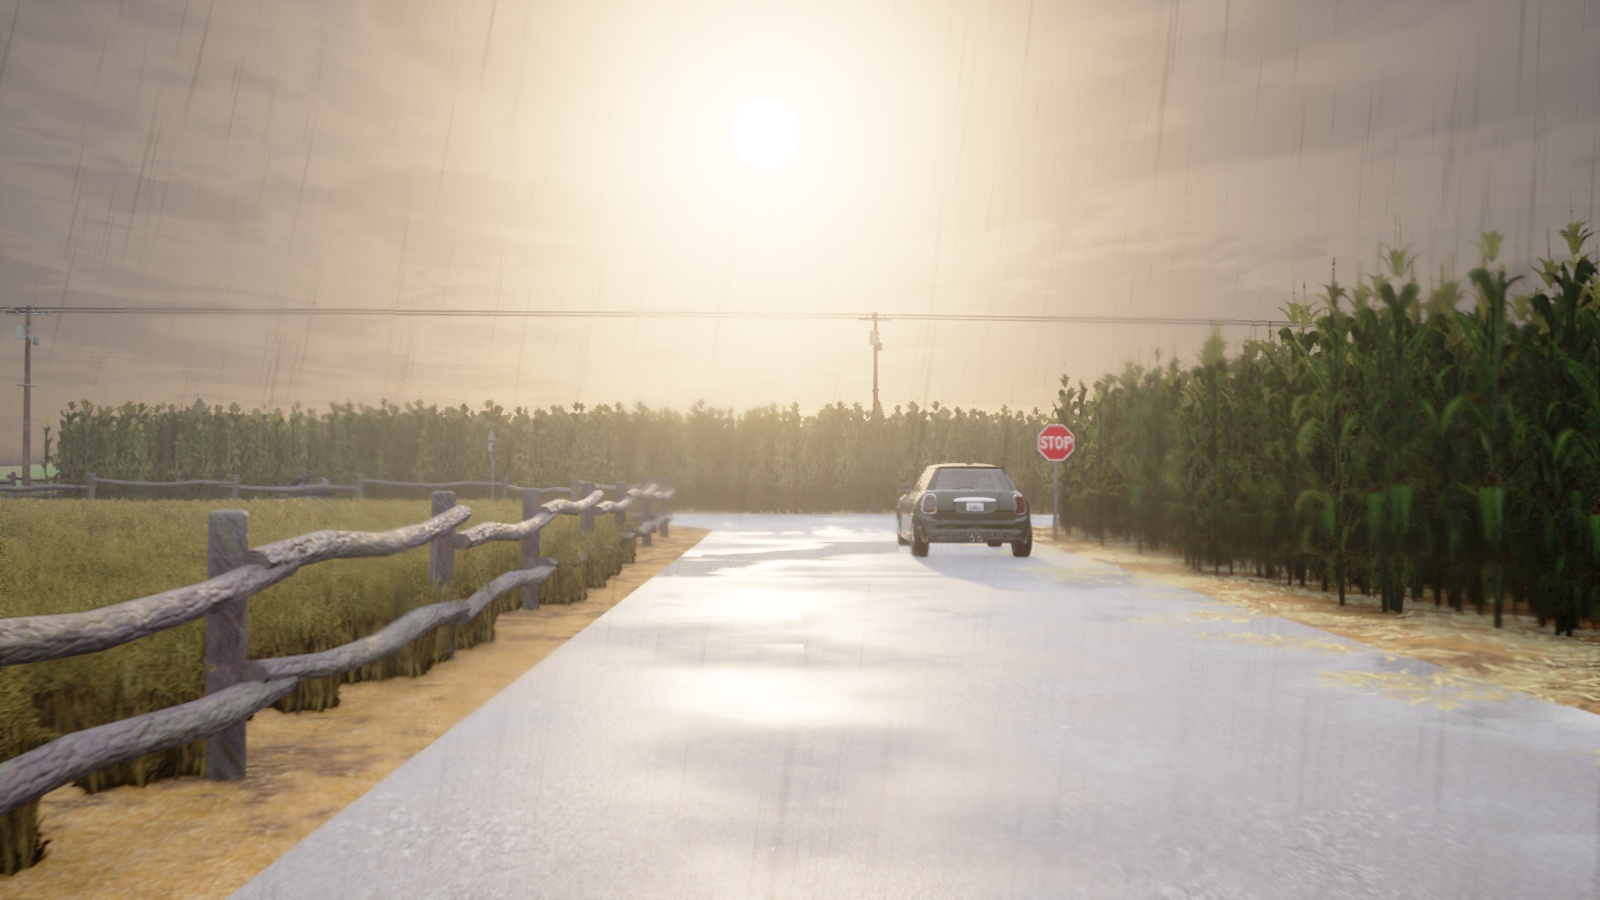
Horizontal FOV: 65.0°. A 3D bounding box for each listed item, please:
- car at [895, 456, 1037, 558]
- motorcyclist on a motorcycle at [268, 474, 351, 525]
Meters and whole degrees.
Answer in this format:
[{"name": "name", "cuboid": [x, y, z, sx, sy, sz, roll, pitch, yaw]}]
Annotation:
[{"name": "car", "cuboid": [3.043, 1.024, 24.042, 2.097, 1.767, 4.553, 0, -1, 0]}, {"name": "motorcyclist on a motorcycle", "cuboid": [-14.848, 1.485, 38.056, 2.191, 1.530, 0.866, 0, -1, 0]}]
